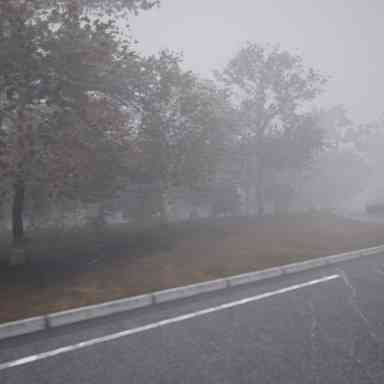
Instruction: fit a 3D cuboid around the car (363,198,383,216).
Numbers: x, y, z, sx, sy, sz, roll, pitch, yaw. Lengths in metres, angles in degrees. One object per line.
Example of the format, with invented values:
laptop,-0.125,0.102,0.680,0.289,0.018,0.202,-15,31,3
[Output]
car,16.642,1.303,30.036,1.882,1.535,5.008,-1,0,26
